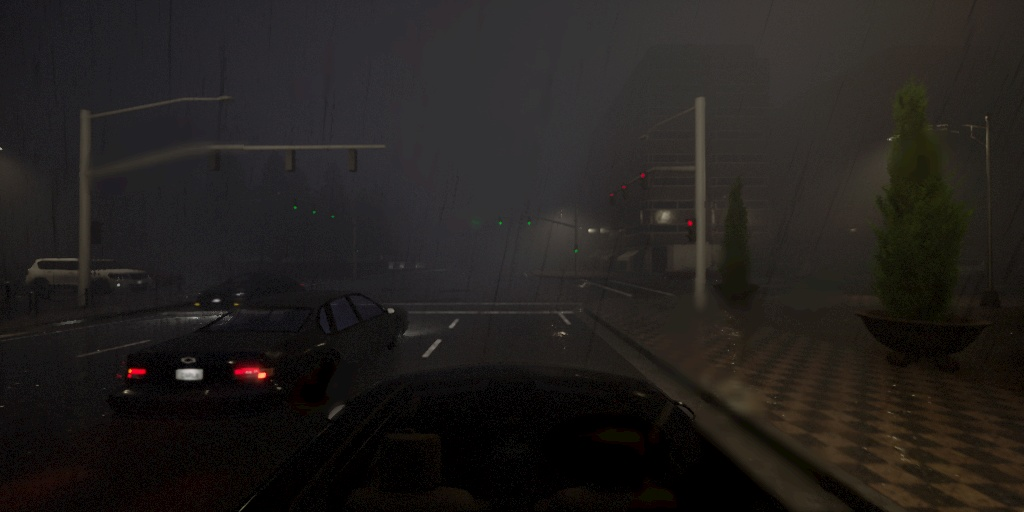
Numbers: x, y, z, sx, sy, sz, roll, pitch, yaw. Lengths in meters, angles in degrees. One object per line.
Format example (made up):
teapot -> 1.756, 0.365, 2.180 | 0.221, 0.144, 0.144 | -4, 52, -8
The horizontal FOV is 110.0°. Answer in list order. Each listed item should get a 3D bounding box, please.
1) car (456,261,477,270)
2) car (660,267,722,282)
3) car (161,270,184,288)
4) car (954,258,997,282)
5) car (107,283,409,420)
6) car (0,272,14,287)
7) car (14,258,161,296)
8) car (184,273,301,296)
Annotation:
car -> -7.991, 1.728, 63.326 | 1.837, 1.490, 4.892 | 0, 1, 25
car -> 15.697, 1.605, 31.570 | 4.718, 1.301, 1.895 | 0, 0, 0
car -> -24.887, 1.432, 24.073 | 5.008, 1.535, 1.882 | 0, 0, 0
car -> 38.452, 1.226, 31.722 | 5.566, 2.045, 2.150 | 0, 0, 0
car -> -3.430, 1.328, 6.339 | 2.033, 1.411, 5.357 | 0, 0, 0
car -> -36.022, 1.480, 24.005 | 4.674, 1.442, 1.812 | 0, 0, 0
car -> -24.133, 1.151, 20.581 | 5.566, 2.045, 2.150 | 0, 0, 0
car -> -10.476, 1.415, 14.728 | 1.994, 1.385, 4.181 | 0, 0, 1
